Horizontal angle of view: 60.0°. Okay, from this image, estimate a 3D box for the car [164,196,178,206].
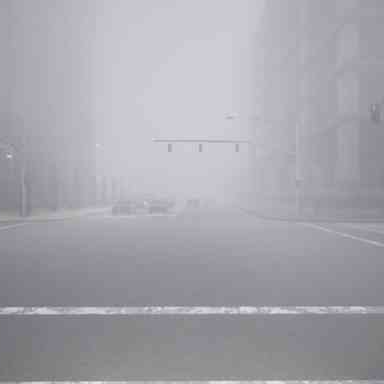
[{"bbox_3d":[-3.565,1.492,57.066,2.128,1.511,4.902,0,0,0],"label":"car"}]

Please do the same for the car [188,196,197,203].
[{"bbox_3d":[0.123,1.564,69.868,1.994,1.385,4.181,0,0,0],"label":"car"}]

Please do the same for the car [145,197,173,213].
[{"bbox_3d":[-3.588,1.547,37.057,2.033,1.411,5.357,0,0,0],"label":"car"}]

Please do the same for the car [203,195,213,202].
[{"bbox_3d":[3.524,1.508,73.669,1.812,1.442,4.674,0,0,0],"label":"car"}]

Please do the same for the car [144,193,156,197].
[{"bbox_3d":[-7.070,1.221,54.657,2.150,2.045,5.566,0,0,0],"label":"car"}]

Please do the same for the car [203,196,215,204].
[{"bbox_3d":[3.521,1.492,64.594,2.128,1.511,4.902,0,0,0],"label":"car"}]

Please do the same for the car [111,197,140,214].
[{"bbox_3d":[-7.089,1.505,34.889,1.837,1.490,4.892,0,0,0],"label":"car"}]

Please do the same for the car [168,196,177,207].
[{"bbox_3d":[-3.584,1.478,46.703,1.882,1.535,5.008,0,0,0],"label":"car"}]

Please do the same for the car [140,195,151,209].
[{"bbox_3d":[-7.083,1.505,44.293,1.837,1.490,4.892,0,0,0],"label":"car"}]

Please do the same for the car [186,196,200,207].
[{"bbox_3d":[0.117,1.477,50.817,1.882,1.535,5.008,0,0,0],"label":"car"}]
